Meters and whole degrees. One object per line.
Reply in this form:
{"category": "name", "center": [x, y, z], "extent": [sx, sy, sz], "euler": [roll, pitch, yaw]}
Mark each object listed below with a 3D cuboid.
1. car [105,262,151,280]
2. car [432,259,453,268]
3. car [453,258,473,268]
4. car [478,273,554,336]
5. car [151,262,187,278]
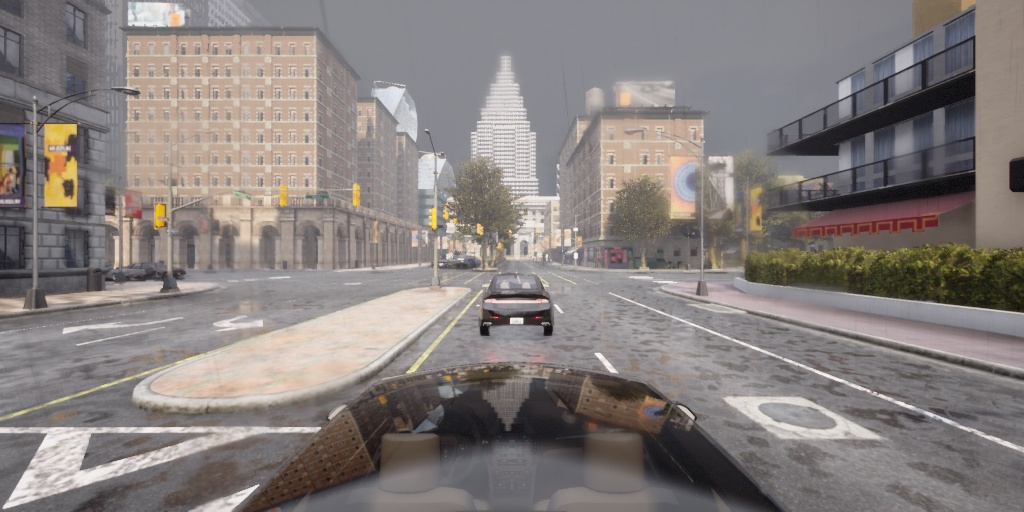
{"category": "car", "center": [-33.818, 1.351, 30.078], "extent": [4.718, 1.301, 1.895], "euler": [0, 0, 0]}
{"category": "car", "center": [-11.498, 1.242, 60.585], "extent": [2.128, 1.511, 4.902], "euler": [0, 0, 0]}
{"category": "car", "center": [-8.009, 1.351, 59.137], "extent": [1.895, 1.301, 4.718], "euler": [0, 0, 0]}
{"category": "car", "center": [0.108, 1.242, 10.449], "extent": [2.128, 1.511, 4.902], "euler": [0, 0, 0]}
{"category": "car", "center": [-33.840, 1.298, 33.577], "extent": [5.357, 1.411, 2.033], "euler": [0, 0, 0]}
